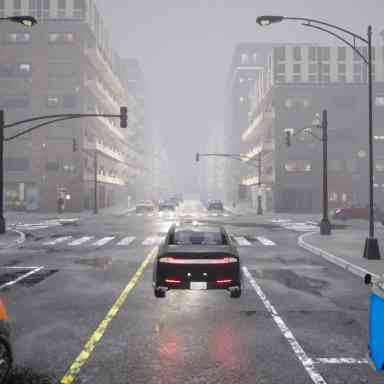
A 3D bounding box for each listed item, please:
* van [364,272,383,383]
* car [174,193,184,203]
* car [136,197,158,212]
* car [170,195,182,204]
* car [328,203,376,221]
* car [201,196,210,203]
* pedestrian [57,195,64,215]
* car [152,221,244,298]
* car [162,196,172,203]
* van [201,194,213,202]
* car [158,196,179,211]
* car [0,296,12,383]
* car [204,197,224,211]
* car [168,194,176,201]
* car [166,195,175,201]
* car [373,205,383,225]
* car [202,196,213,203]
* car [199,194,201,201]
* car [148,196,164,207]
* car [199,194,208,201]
[{"bbox_3d":[2.679,1.342,1.999,1.690,1.788,3.998,1,0,0],"label":"van"},{"bbox_3d":[-2.839,1.251,68.276,2.150,2.045,5.566,0,0,0],"label":"car"},{"bbox_3d":[-5.577,1.539,39.796,1.752,1.417,4.829,1,0,0],"label":"car"},{"bbox_3d":[-2.965,1.545,51.674,1.812,1.442,4.674,0,0,0],"label":"car"},{"bbox_3d":[13.712,1.608,28.104,4.097,1.590,1.967,0,-1,1],"label":"car"},{"bbox_3d":[2.885,1.612,73.801,1.802,1.307,4.206,1,0,0],"label":"car"},{"bbox_3d":[-12.461,1.217,31.425,0.375,1.860,0.375,0,-1,1],"label":"pedestrian"},{"bbox_3d":[0.122,1.494,8.488,2.128,1.511,4.902,0,0,0],"label":"car"},{"bbox_3d":[-5.494,1.575,73.822,1.887,1.381,4.507,1,0,0],"label":"car"},{"bbox_3d":[2.847,1.362,56.873,1.690,1.788,3.998,1,0,0],"label":"van"},{"bbox_3d":[-3.000,1.562,40.944,2.033,1.411,5.357,0,0,0],"label":"car"},{"bbox_3d":[-3.095,1.352,1.859,2.097,1.767,4.553,0,0,0],"label":"car"},{"bbox_3d":[2.802,1.580,39.946,1.947,1.339,4.313,1,0,0],"label":"car"},{"bbox_3d":[-5.450,1.480,90.750,1.967,1.590,4.097,1,0,0],"label":"car"},{"bbox_3d":[-5.466,1.587,85.107,2.008,1.369,4.403,1,0,0],"label":"car"},{"bbox_3d":[13.587,1.583,19.722,4.313,1.339,1.947,0,-1,1],"label":"car"},{"bbox_3d":[2.816,1.567,45.588,2.008,1.369,4.403,1,0,0],"label":"car"},{"bbox_3d":[2.873,1.552,68.328,1.752,1.417,4.829,1,0,0],"label":"car"},{"bbox_3d":[-5.548,1.459,51.252,1.967,1.590,4.097,1,0,0],"label":"car"},{"bbox_3d":[2.918,1.352,85.086,2.192,1.841,5.009,1,0,0],"label":"car"}]
